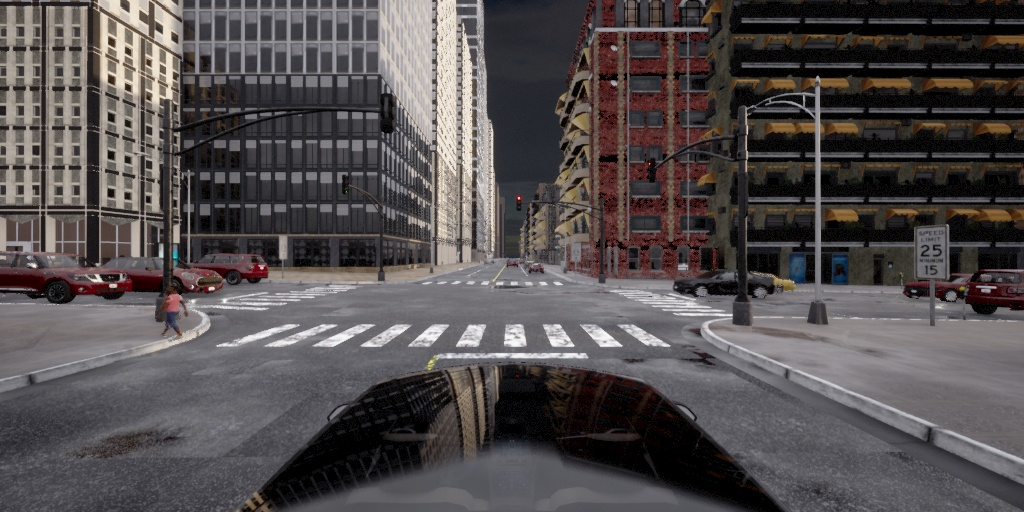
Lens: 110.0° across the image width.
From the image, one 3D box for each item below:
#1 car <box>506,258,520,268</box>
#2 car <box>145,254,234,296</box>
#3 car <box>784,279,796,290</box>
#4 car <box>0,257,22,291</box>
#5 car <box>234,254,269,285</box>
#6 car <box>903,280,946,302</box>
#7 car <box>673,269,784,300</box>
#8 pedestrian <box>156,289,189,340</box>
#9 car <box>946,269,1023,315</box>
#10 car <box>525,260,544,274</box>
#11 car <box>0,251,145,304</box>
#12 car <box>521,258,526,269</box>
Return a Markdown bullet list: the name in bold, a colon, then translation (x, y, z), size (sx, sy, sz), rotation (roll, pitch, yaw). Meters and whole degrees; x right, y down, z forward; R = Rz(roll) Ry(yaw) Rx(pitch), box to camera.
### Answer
- **car**: translation (0.082, 1.125, 63.972), size (2.097, 1.767, 4.553), rotation (0, 0, 0)
- **car**: translation (-15.724, 0.835, 16.089), size (4.553, 1.767, 2.097), rotation (1, 0, 0)
- **car**: translation (14.657, 1.587, 22.103), size (4.829, 1.417, 1.751), rotation (0, 0, 0)
- **car**: translation (-25.715, 0.774, 16.016), size (5.008, 1.535, 1.882), rotation (1, 0, -1)
- **car**: translation (-17.684, 0.776, 21.863), size (5.009, 1.841, 2.192), rotation (0, 0, 0)
- **car**: translation (24.452, 1.708, 19.586), size (5.008, 1.535, 1.882), rotation (1, 0, 0)
- **car**: translation (11.434, 1.470, 19.503), size (5.008, 1.535, 1.882), rotation (1, 0, 0)
- **pedestrian**: translation (-7.527, 0.882, 7.953), size (0.375, 1.860, 0.375), rotation (0, 0, 0)
- **car**: translation (20.614, 1.461, 13.799), size (5.009, 1.841, 2.192), rotation (0, 0, 0)
- **car**: translation (2.793, 1.341, 41.816), size (1.802, 1.307, 4.207), rotation (0, 0, 0)
- **car**: translation (-17.560, 0.757, 13.484), size (5.009, 1.841, 2.192), rotation (0, 0, 0)
- **car**: translation (2.760, 1.317, 54.733), size (2.007, 1.370, 4.403), rotation (0, 0, 0)
